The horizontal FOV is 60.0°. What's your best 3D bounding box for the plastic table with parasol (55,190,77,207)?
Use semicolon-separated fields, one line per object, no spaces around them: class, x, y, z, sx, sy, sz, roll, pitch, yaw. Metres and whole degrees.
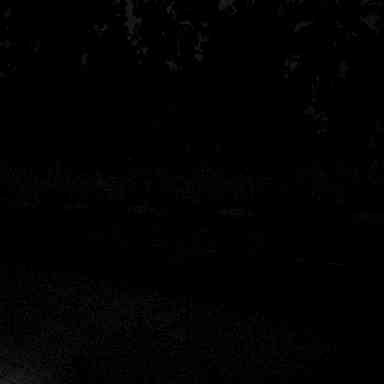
plastic table with parasol;-18.929;0.954;49.984;2.482;2.480;2.482;2;0;-8

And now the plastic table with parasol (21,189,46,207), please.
plastic table with parasol;-22.533;0.881;47.434;2.482;2.480;2.482;-1;0;-6
